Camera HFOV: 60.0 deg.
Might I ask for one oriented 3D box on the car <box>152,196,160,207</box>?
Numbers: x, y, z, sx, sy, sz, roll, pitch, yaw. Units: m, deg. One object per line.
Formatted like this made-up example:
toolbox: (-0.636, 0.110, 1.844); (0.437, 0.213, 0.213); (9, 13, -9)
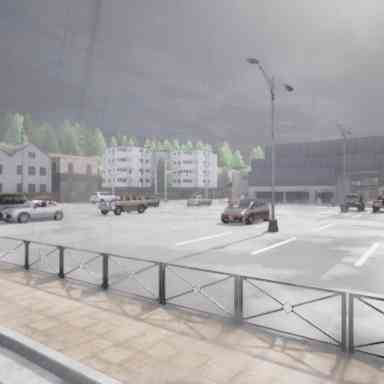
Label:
car: (-6.002, 1.278, 42.113); (2.007, 1.523, 4.514); (0, 0, 35)

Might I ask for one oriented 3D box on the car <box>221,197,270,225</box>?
car: (3.670, 1.291, 22.171); (2.007, 1.523, 4.514); (0, 0, 35)

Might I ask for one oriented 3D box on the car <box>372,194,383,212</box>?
car: (19.553, 1.095, 33.617); (1.932, 1.855, 4.605); (0, 0, 35)

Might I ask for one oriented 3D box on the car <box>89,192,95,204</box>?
car: (-14.720, 0.999, 56.479); (2.150, 2.045, 5.566); (0, 0, 35)

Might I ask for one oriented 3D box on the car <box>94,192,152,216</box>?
car: (-6.099, 1.082, 29.932); (1.932, 1.855, 4.605); (0, 0, 35)

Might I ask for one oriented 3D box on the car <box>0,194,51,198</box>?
car: (-13.320, 1.059, 25.396); (1.905, 1.878, 3.866); (0, 0, 35)

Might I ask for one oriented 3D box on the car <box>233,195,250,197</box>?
car: (6.485, 1.140, 42.329); (2.152, 1.636, 5.027); (0, 0, 35)

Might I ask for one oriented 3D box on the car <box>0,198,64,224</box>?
car: (-10.955, 1.346, 22.981); (1.970, 1.475, 3.806); (0, 0, 35)

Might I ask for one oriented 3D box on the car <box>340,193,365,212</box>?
car: (16.941, 1.073, 34.955); (1.905, 1.878, 3.866); (0, 0, 35)

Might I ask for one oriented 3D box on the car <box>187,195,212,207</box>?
car: (1.054, 1.215, 45.763); (1.970, 1.475, 3.806); (0, 0, 35)
